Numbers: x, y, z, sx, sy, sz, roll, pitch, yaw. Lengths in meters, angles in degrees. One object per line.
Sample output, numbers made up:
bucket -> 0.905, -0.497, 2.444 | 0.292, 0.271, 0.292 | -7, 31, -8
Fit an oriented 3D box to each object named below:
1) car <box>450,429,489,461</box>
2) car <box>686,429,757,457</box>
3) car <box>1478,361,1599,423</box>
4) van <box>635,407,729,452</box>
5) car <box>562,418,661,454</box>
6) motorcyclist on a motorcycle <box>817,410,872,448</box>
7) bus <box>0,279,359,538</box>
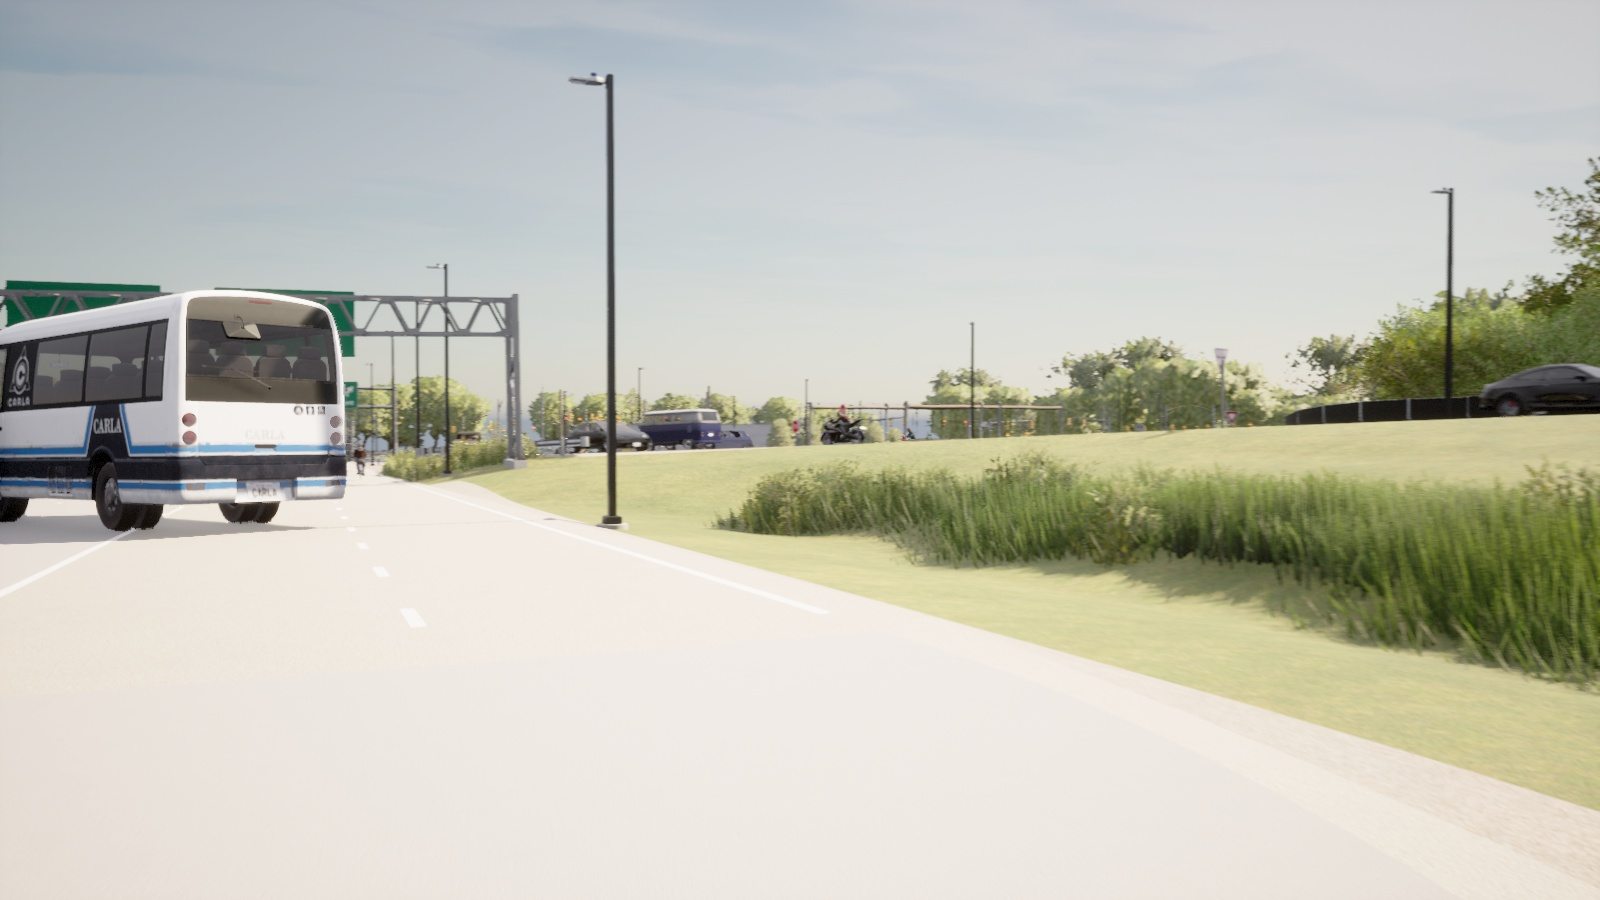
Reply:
car -> -20.395, -0.276, 77.562 | 1.905, 1.878, 3.866 | 0, -1, -8
car -> -4.464, -0.368, 71.294 | 3.633, 1.501, 1.845 | 0, -2, -24
car -> 20.653, -1.525, 32.986 | 1.812, 1.442, 4.674 | -1, -1, -33
van -> -5.653, -0.940, 59.934 | 4.442, 1.987, 1.775 | -2, 0, 38
car -> -8.700, -0.627, 57.771 | 2.163, 1.488, 4.792 | -1, 0, -42
motorcyclist on a motorcycle -> 1.929, -0.893, 54.476 | 2.191, 1.530, 0.866 | -2, 0, 35
bus -> -13.568, -0.664, 25.425 | 10.273, 4.253, 3.944 | 0, 0, 39
